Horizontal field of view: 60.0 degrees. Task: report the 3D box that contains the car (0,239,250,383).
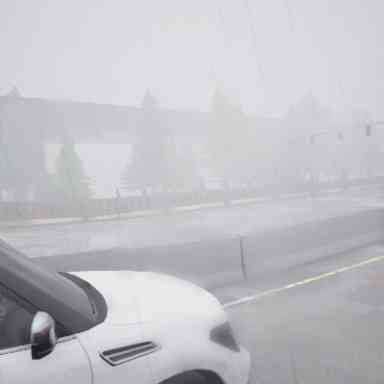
[{"bbox_3d":[-2.130,1.215,2.241,5.566,2.045,2.150,1,-1,-35],"label":"car"}]
